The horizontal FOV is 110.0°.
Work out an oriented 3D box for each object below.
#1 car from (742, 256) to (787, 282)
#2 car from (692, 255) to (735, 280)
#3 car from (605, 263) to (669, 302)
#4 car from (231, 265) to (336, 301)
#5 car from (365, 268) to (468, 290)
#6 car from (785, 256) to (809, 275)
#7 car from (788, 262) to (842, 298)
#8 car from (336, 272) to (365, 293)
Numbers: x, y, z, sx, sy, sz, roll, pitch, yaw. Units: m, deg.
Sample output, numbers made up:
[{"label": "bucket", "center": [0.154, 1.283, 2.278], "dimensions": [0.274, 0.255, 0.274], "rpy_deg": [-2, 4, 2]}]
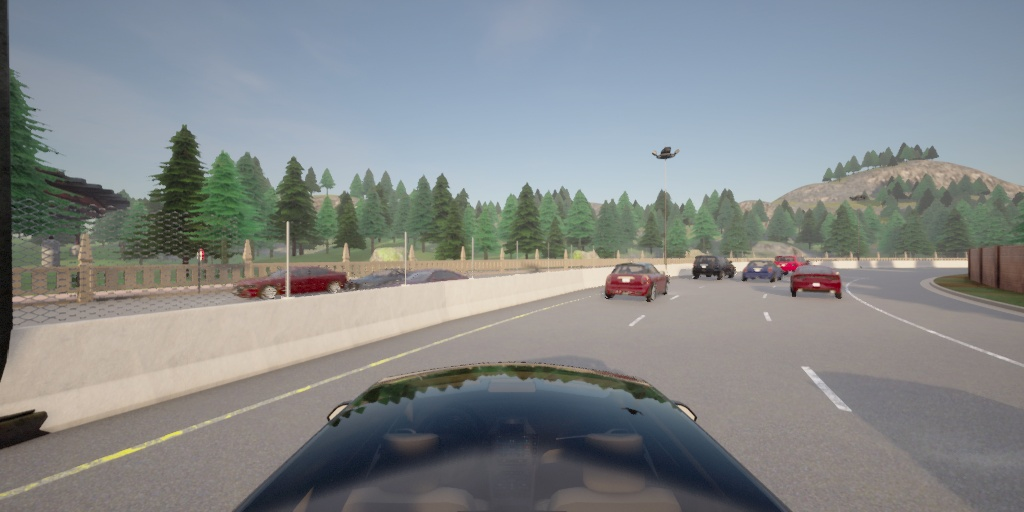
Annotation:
[{"label": "car", "center": [20.084, 1.101, 28.659], "dimensions": [2.097, 1.767, 4.553], "rpy_deg": [0, 0, 45]}, {"label": "car", "center": [17.620, 0.971, 31.245], "dimensions": [5.566, 2.045, 2.150], "rpy_deg": [0, 0, -45]}, {"label": "car", "center": [6.211, 1.101, 17.517], "dimensions": [2.097, 1.767, 4.553], "rpy_deg": [0, 0, 34]}, {"label": "car", "center": [-10.562, 1.226, 17.450], "dimensions": [1.882, 1.535, 5.008], "rpy_deg": [0, 0, 30]}, {"label": "car", "center": [-3.644, 1.275, 15.453], "dimensions": [1.812, 1.442, 4.674], "rpy_deg": [0, 0, 31]}, {"label": "car", "center": [27.646, 0.970, 35.448], "dimensions": [5.566, 2.045, 2.150], "rpy_deg": [0, 0, -39]}, {"label": "car", "center": [15.702, 1.228, 18.647], "dimensions": [1.882, 1.535, 5.008], "rpy_deg": [0, -1, 38]}, {"label": "car", "center": [-6.170, 1.313, 17.996], "dimensions": [1.994, 1.385, 4.181], "rpy_deg": [0, 0, 31]}]
